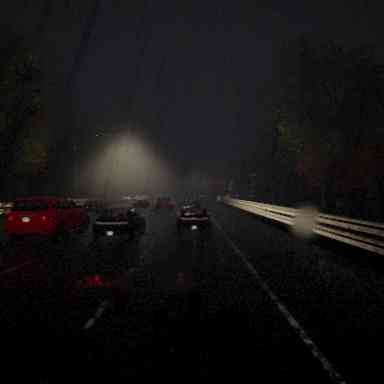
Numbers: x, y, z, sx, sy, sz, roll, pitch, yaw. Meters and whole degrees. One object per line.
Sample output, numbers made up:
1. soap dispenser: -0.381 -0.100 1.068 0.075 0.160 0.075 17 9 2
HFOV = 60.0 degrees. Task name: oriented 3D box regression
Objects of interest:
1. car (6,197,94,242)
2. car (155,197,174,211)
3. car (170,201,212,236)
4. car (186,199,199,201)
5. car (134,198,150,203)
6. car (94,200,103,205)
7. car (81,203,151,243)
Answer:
1. car: -6.895 1.239 16.490 2.150 2.045 5.566 0 0 0
2. car: -3.388 1.396 41.560 2.097 1.767 4.553 0 0 0
3. car: 0.106 1.511 18.546 2.128 1.511 4.902 0 0 0
4. car: 0.114 1.614 45.930 1.994 1.385 4.181 0 0 0
5. car: -6.887 1.542 46.013 2.128 1.511 4.902 0 0 0
6. car: -10.390 1.585 35.511 2.033 1.411 5.357 0 0 0
7. car: -3.395 1.509 16.181 2.128 1.511 4.902 0 0 0
